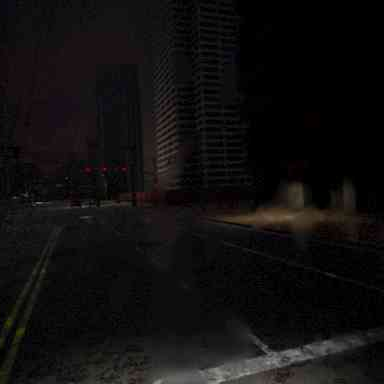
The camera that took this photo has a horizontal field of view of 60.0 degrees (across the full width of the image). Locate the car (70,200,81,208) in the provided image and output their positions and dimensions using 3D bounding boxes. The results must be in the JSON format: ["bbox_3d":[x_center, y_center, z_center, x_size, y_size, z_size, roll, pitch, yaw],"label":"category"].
[{"bbox_3d":[-22.979,2.316,65.926,1.837,1.490,4.892,-3,0,-20],"label":"car"}]

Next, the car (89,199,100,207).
[{"bbox_3d":[-19.690,2.170,67.115,2.128,1.511,4.902,-3,0,-20],"label":"car"}]
